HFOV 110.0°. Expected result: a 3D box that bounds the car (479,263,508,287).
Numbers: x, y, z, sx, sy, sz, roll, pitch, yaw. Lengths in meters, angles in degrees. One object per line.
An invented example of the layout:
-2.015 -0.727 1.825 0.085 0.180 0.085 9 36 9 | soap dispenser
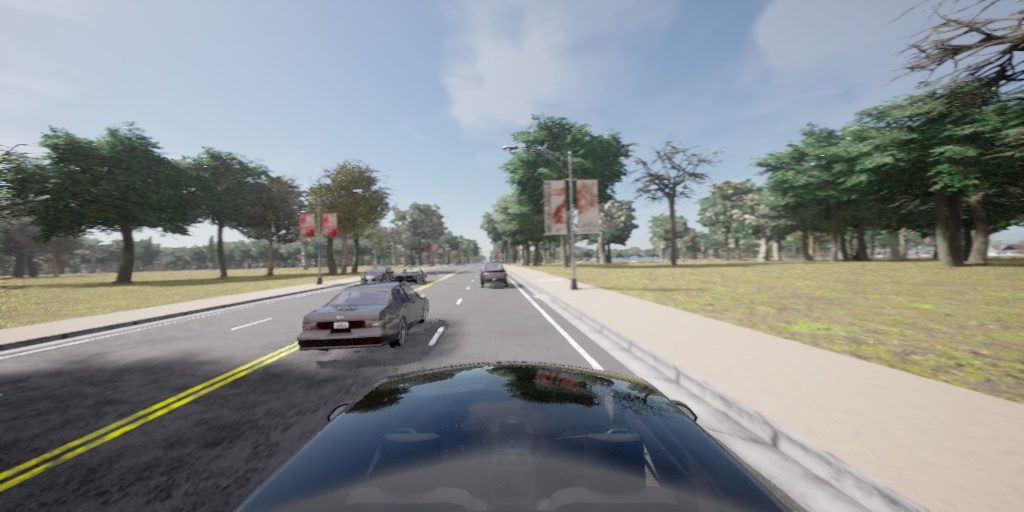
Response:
-1.308 1.332 25.661 2.128 1.511 4.902 -2 0 -4 | car

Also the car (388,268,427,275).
-8.242 1.648 29.209 1.895 1.301 4.718 -2 0 -4 | car

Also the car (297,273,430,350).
-3.501 1.406 9.506 2.033 1.411 5.357 -2 0 -4 | car

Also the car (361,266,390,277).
-11.641 1.644 31.410 2.128 1.511 4.902 -2 0 -4 | car
